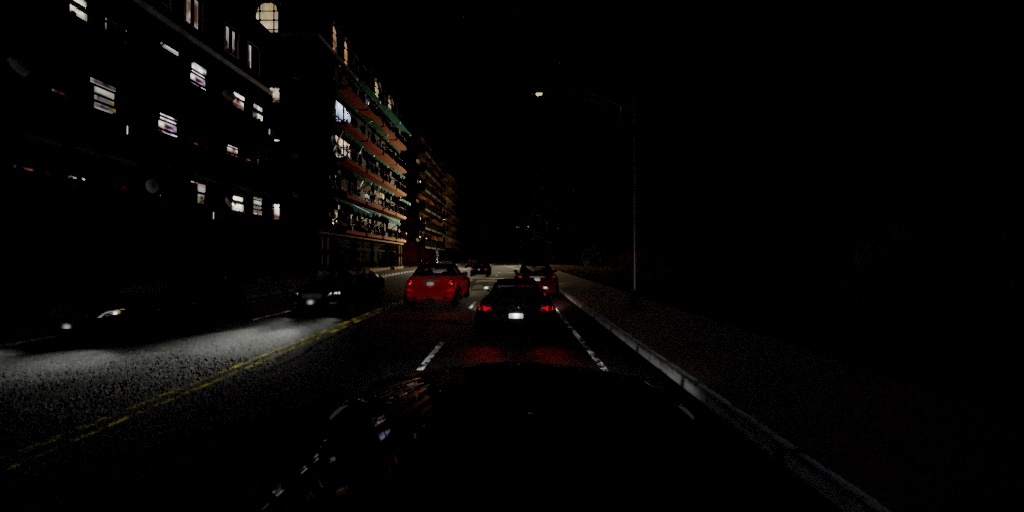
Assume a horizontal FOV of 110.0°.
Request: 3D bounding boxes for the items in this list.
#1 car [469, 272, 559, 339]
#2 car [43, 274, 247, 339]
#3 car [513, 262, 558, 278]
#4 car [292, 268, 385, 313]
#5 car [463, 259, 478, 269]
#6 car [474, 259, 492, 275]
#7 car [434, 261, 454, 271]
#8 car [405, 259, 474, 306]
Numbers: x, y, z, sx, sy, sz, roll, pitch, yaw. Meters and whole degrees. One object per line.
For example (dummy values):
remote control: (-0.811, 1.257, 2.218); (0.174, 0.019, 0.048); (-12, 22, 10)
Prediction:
car: (0.109, 1.316, 10.059); (1.994, 1.385, 4.181); (0, 0, 1)
car: (-9.835, 1.277, 10.245); (1.812, 1.442, 4.674); (0, 0, 0)
car: (1.165, 1.104, 18.638); (2.097, 1.767, 4.553); (0, 0, 0)
car: (-6.579, 1.244, 14.149); (2.128, 1.511, 4.902); (0, 0, 0)
car: (-6.498, 1.258, 56.892); (1.837, 1.490, 4.892); (0, 0, 0)
car: (-3.086, 1.301, 36.157); (2.033, 1.411, 5.357); (0, 0, 0)
car: (-9.766, 1.355, 51.699); (1.895, 1.301, 4.718); (0, 0, 0)
car: (-3.128, 1.104, 15.868); (2.097, 1.767, 4.553); (0, 0, 0)
